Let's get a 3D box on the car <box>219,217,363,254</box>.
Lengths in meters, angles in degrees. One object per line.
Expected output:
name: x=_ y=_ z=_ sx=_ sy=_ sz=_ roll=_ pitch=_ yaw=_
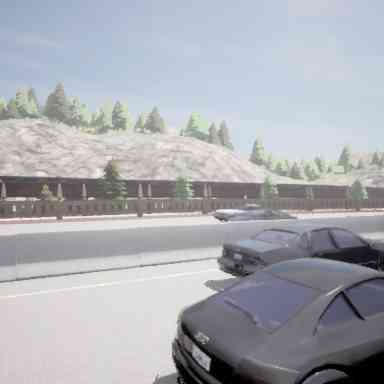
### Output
car: x=3.276 y=1.549 z=8.882 sx=5.357 sy=1.411 sz=2.033 roll=0 pitch=0 yaw=-28

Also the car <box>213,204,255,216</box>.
car: x=3.981 y=1.607 z=25.170 sx=4.718 sy=1.301 sz=1.895 roll=0 pitch=0 yaw=-26

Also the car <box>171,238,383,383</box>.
car: x=1.853 y=1.565 z=4.153 sx=4.181 sy=1.385 sz=1.994 roll=0 pitch=0 yaw=-28

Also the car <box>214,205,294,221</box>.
car: x=3.584 y=1.567 z=17.102 sx=4.181 sy=1.385 sz=1.994 roll=0 pitch=0 yaw=-27
